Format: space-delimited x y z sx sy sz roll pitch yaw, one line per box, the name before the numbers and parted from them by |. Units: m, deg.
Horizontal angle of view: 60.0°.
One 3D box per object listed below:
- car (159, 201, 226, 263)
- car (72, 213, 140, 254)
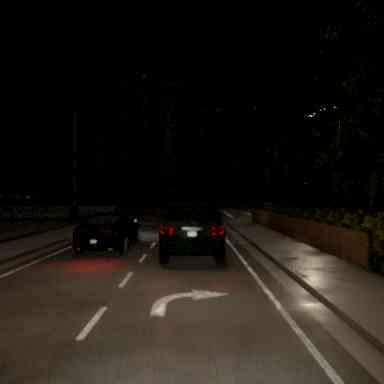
car | 0.009 1.349 12.584 2.150 2.045 5.566 0 0 0
car | -3.476 1.618 14.257 1.882 1.535 5.008 0 0 0
